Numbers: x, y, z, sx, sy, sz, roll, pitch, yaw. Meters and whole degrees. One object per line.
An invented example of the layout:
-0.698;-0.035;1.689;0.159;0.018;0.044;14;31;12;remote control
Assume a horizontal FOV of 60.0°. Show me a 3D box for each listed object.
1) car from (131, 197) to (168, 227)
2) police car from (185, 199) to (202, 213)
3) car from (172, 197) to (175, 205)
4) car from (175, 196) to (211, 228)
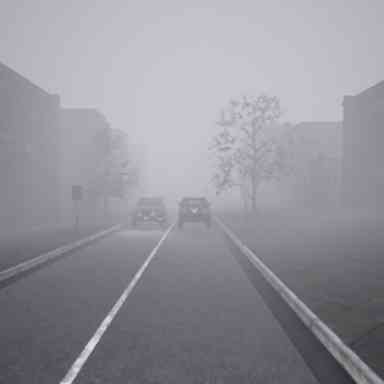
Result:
-3.041;1.384;24.801;2.150;2.045;5.566;0;0;0;car
0.204;1.696;41.593;1.930;1.638;5.238;0;-1;0;police car
-2.832;1.625;66.048;1.882;1.535;5.008;0;2;0;car
0.163;1.376;23.705;2.150;2.045;5.566;0;0;0;car
